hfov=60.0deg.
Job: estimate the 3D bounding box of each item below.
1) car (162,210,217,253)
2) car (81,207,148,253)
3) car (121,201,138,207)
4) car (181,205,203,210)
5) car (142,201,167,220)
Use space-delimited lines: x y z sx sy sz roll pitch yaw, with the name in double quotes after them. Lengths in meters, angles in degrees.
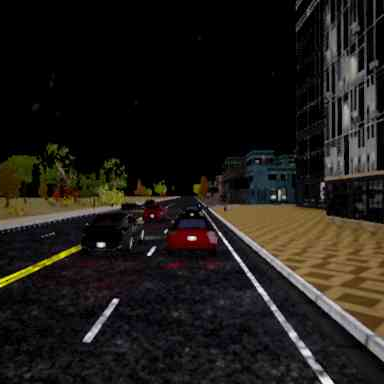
0.007 1.700 14.303 1.994 1.385 4.181 0 0 0 "car"
-3.243 1.643 14.303 1.837 1.490 4.892 0 0 0 "car"
-9.739 2.084 51.635 1.895 1.301 4.718 0 -1 0 "car"
0.010 1.840 29.285 1.994 1.385 4.181 0 0 0 "car"
-3.238 1.802 29.377 1.812 1.442 4.674 0 0 0 "car"
